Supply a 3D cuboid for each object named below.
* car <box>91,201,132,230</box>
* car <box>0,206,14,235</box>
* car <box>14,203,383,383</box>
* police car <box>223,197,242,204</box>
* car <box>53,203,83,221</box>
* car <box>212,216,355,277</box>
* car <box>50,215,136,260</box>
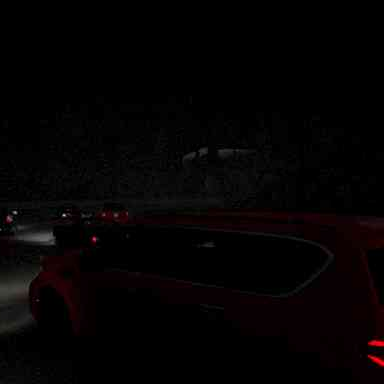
[{"bbox_3d":[-5.942,1.595,24.074,2.097,1.767,4.553,0,-1,-24],"label":"car"},{"bbox_3d":[-11.749,1.594,20.032,2.097,1.767,4.553,0,-1,-26],"label":"car"},{"bbox_3d":[0.033,1.261,4.375,5.566,2.045,2.150,-1,0,40],"label":"car"},{"bbox_3d":[10.424,2.105,85.505,5.238,1.638,1.930,0,-1,-24],"label":"police car"},{"bbox_3d":[-11.946,1.855,32.351,1.837,1.490,4.892,-1,0,-10],"label":"car"},{"bbox_3d":[2.919,1.642,11.175,4.181,1.385,1.994,-1,-1,43],"label":"car"},{"bbox_3d":[-4.334,1.748,13.994,1.895,1.301,4.718,0,-1,-37],"label":"car"}]
